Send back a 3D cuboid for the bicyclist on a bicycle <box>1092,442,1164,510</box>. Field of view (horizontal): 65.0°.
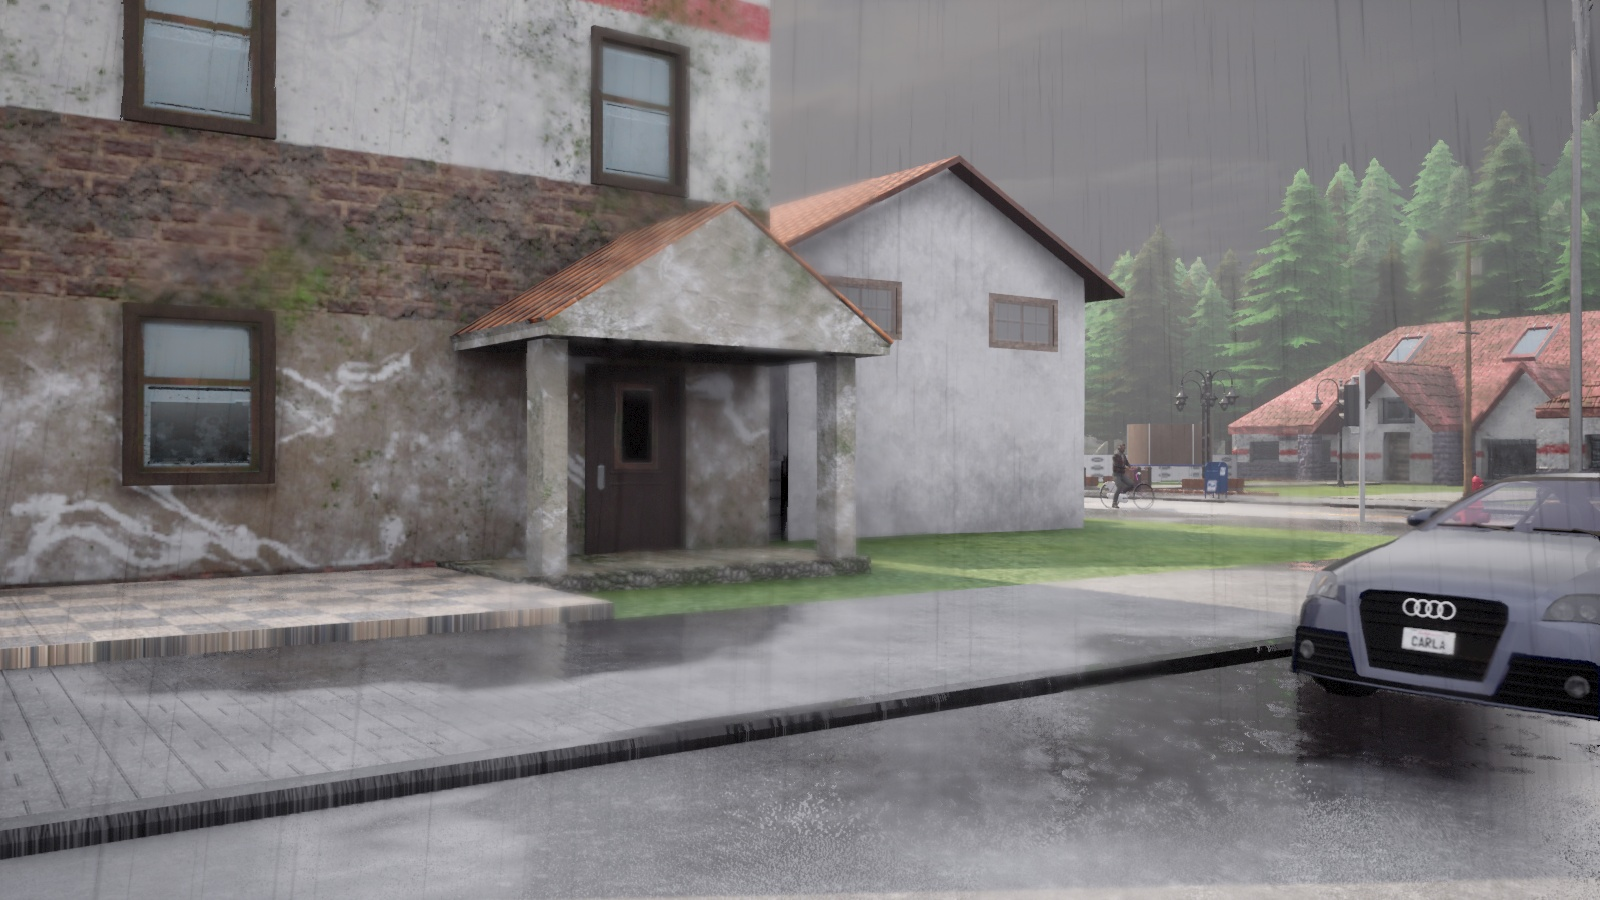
[{"bbox_3d":[8.759,0.679,33.580,0.659,1.776,1.843,0,0,-36],"label":"bicyclist on a bicycle"}]

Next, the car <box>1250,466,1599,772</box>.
[{"bbox_3d":[4.929,0.817,7.805,4.181,1.385,1.994,0,0,-36],"label":"car"}]
